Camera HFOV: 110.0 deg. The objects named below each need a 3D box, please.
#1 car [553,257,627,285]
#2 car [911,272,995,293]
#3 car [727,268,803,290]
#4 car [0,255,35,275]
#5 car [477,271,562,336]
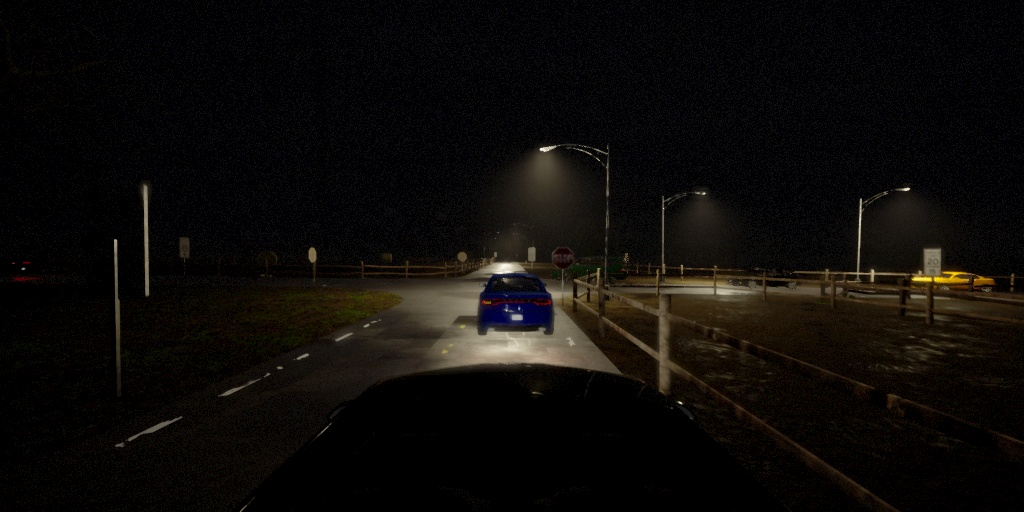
[{"bbox_3d":[5.781,1.066,27.029,5.566,2.045,2.150,2,1,13],"label":"car"},{"bbox_3d":[32.193,1.912,26.392,5.008,1.535,1.882,2,1,0],"label":"car"},{"bbox_3d":[18.456,1.619,26.290,4.892,1.490,1.837,1,1,0],"label":"car"},{"bbox_3d":[-37.670,0.632,25.854,4.892,1.490,1.837,1,1,0],"label":"car"},{"bbox_3d":[0.047,1.224,10.488,1.882,1.535,5.008,0,0,-2],"label":"car"}]
